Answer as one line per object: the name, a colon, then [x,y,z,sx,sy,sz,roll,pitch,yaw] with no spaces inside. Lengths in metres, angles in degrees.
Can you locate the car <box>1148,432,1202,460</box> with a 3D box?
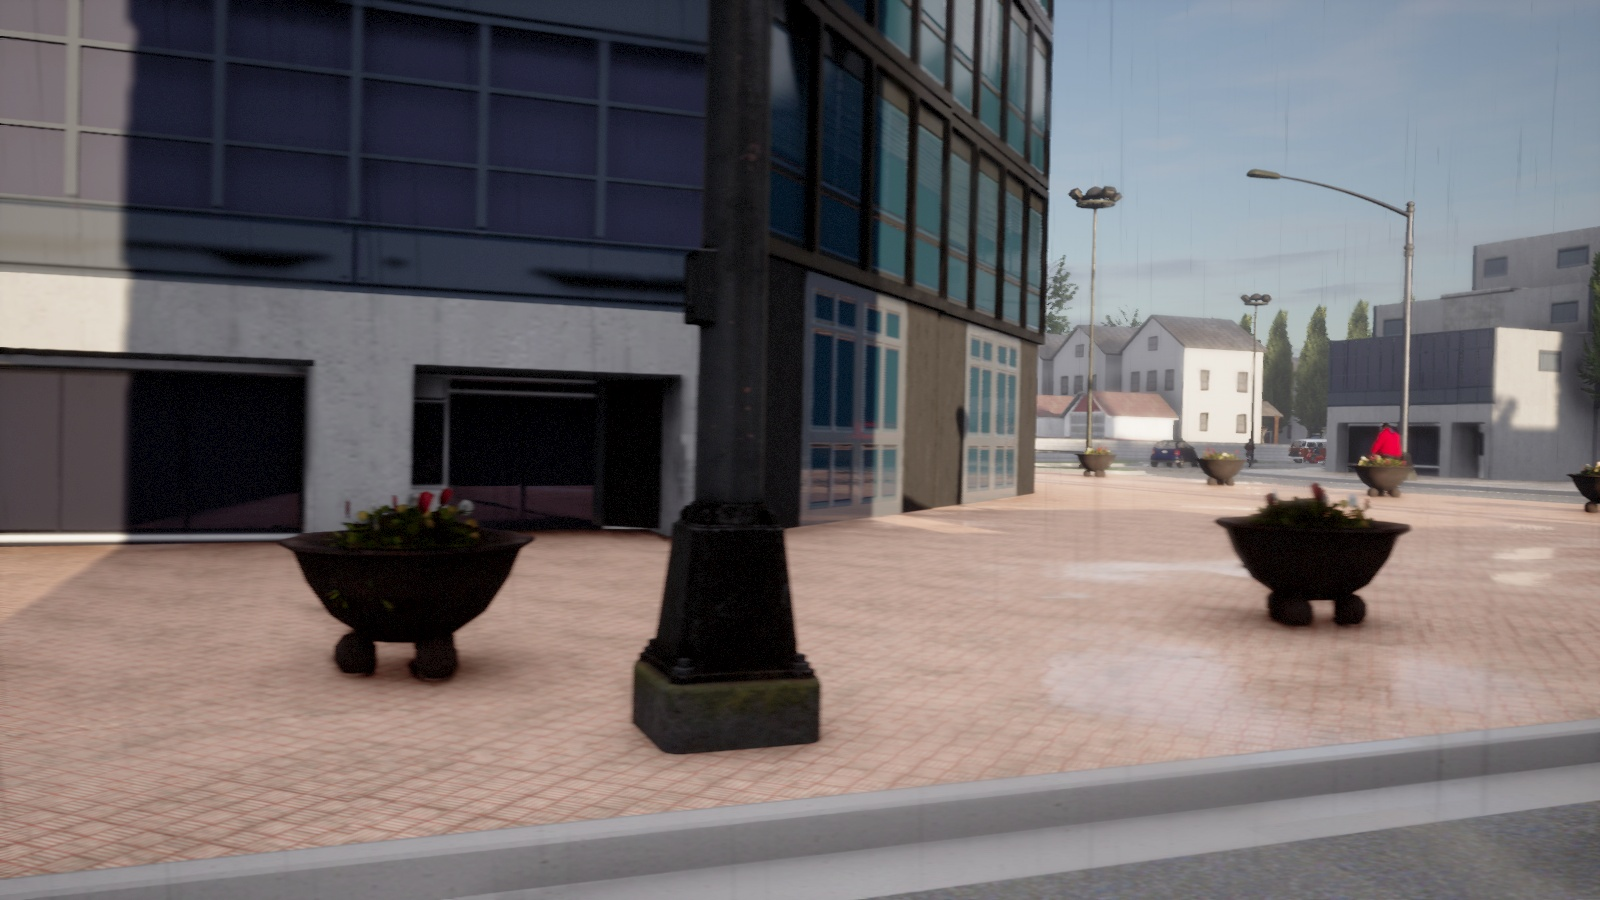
car: [20.808,-0.236,69.574,1.789,1.549,3.705,1,1,35]

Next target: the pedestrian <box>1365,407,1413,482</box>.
pedestrian: [14.724,-0.147,31.404,0.634,1.844,0.899,0,1,-21]
